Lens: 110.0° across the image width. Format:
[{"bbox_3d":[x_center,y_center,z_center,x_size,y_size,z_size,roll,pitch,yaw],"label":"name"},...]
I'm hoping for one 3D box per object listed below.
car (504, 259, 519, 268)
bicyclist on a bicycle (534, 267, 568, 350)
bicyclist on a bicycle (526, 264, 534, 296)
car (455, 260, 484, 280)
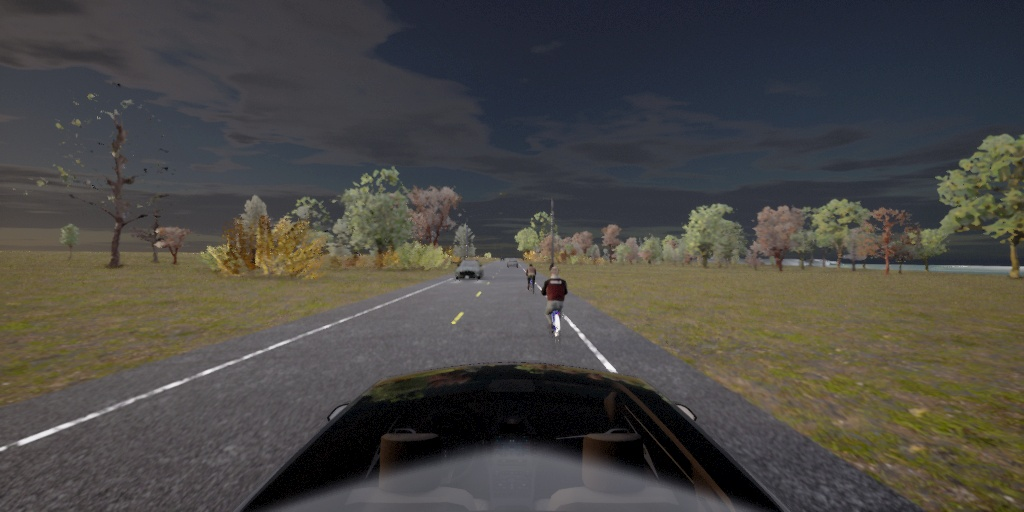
[{"bbox_3d":[0.109,1.266,62.974,2.128,1.511,4.902,0,0,0],"label":"car"},{"bbox_3d":[0.963,1.124,8.224,0.659,1.776,1.843,0,0,0],"label":"bicyclist on a bicycle"},{"bbox_3d":[0.965,1.211,17.902,0.582,1.620,1.656,0,0,0],"label":"bicyclist on a bicycle"},{"bbox_3d":[-3.596,1.116,31.013,2.097,1.767,4.553,0,0,0],"label":"car"}]
